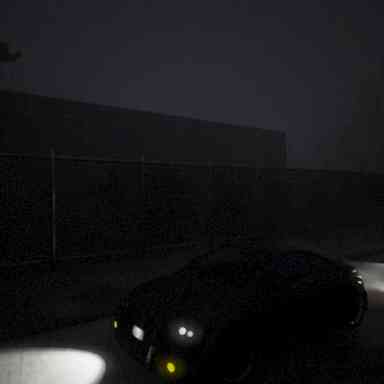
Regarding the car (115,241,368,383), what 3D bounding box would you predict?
[{"bbox_3d":[0.941,1.539,5.278,4.181,1.385,1.994,0,0,-36],"label":"car"}]
